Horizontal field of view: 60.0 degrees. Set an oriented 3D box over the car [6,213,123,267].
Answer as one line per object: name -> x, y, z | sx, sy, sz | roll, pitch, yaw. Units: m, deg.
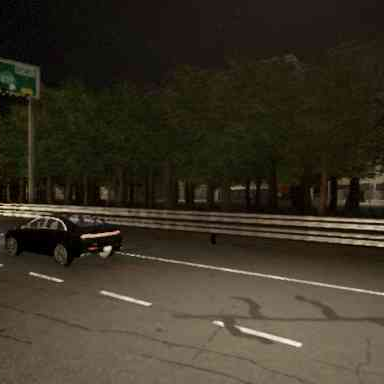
car -> -4.499, 1.489, 11.386 | 4.902, 1.511, 2.128 | 0, 0, 36
